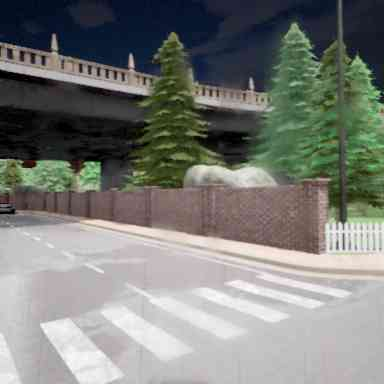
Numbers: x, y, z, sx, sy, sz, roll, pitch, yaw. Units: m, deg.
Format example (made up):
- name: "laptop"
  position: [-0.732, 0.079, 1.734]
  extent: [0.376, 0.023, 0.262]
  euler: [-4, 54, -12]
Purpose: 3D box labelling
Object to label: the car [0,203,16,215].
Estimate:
- name: "car"
  position: [-22.574, 2.059, 39.812]
  extent: [1.994, 1.385, 4.181]
  euler: [-1, 0, -42]
